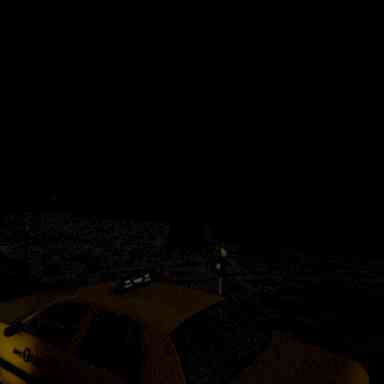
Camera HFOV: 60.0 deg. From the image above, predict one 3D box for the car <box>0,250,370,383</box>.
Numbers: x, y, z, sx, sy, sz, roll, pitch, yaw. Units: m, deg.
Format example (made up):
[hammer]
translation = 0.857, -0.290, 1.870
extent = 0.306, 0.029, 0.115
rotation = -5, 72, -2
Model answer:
[car]
translation = -0.785, 1.525, 3.526
extent = 4.829, 1.417, 1.752
rotation = 0, 0, 36
